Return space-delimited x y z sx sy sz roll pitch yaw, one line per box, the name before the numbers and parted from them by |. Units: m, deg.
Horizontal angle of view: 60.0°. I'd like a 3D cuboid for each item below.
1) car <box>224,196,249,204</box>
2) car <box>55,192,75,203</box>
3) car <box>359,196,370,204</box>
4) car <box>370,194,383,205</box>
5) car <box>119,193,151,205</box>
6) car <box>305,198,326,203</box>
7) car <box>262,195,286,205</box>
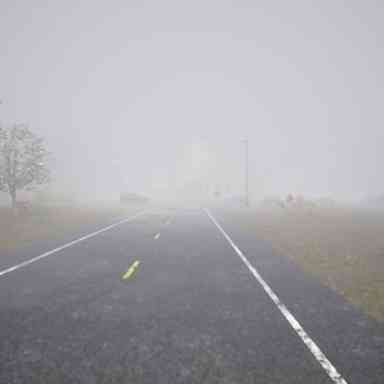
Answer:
car | 8.761 1.509 65.602 5.008 1.535 1.882 0 0 -2
car | -25.711 1.103 64.666 5.566 2.045 2.150 0 0 -2
car | 35.737 1.463 66.388 4.553 1.767 2.097 0 0 -2
car | 35.605 1.358 59.369 5.566 2.045 2.150 0 0 -2
car | -9.938 1.192 58.129 5.566 2.045 2.150 0 0 -2
car | 24.755 1.599 66.068 4.902 1.511 2.128 0 0 -2
car | 14.729 1.411 58.760 4.553 1.767 2.097 0 0 -2
